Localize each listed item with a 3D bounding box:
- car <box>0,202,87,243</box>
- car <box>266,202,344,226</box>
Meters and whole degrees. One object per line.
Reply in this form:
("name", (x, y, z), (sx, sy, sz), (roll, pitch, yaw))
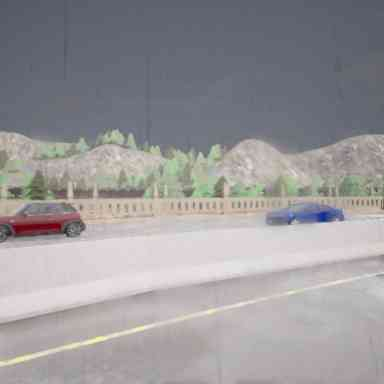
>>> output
("car", (-7.434, 1.273, 15.586), (4.553, 1.767, 2.097), (0, 0, -33))
("car", (6.663, 1.371, 19.600), (5.008, 1.535, 1.882), (0, 0, -25))
